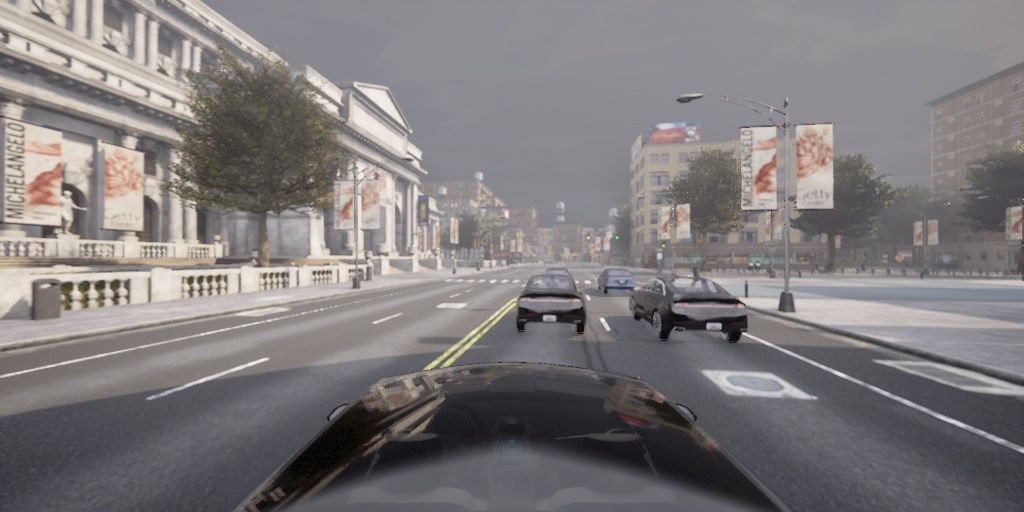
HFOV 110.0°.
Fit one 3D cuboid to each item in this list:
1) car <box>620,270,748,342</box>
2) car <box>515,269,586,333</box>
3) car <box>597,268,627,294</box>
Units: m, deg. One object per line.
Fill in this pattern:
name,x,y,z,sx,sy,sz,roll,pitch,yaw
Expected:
car,4.638,1.311,10.099,2.128,1.511,4.902,0,0,7
car,1.227,1.309,11.061,2.128,1.511,4.902,0,0,8
car,6.268,1.450,21.666,2.033,1.411,5.357,0,0,8
